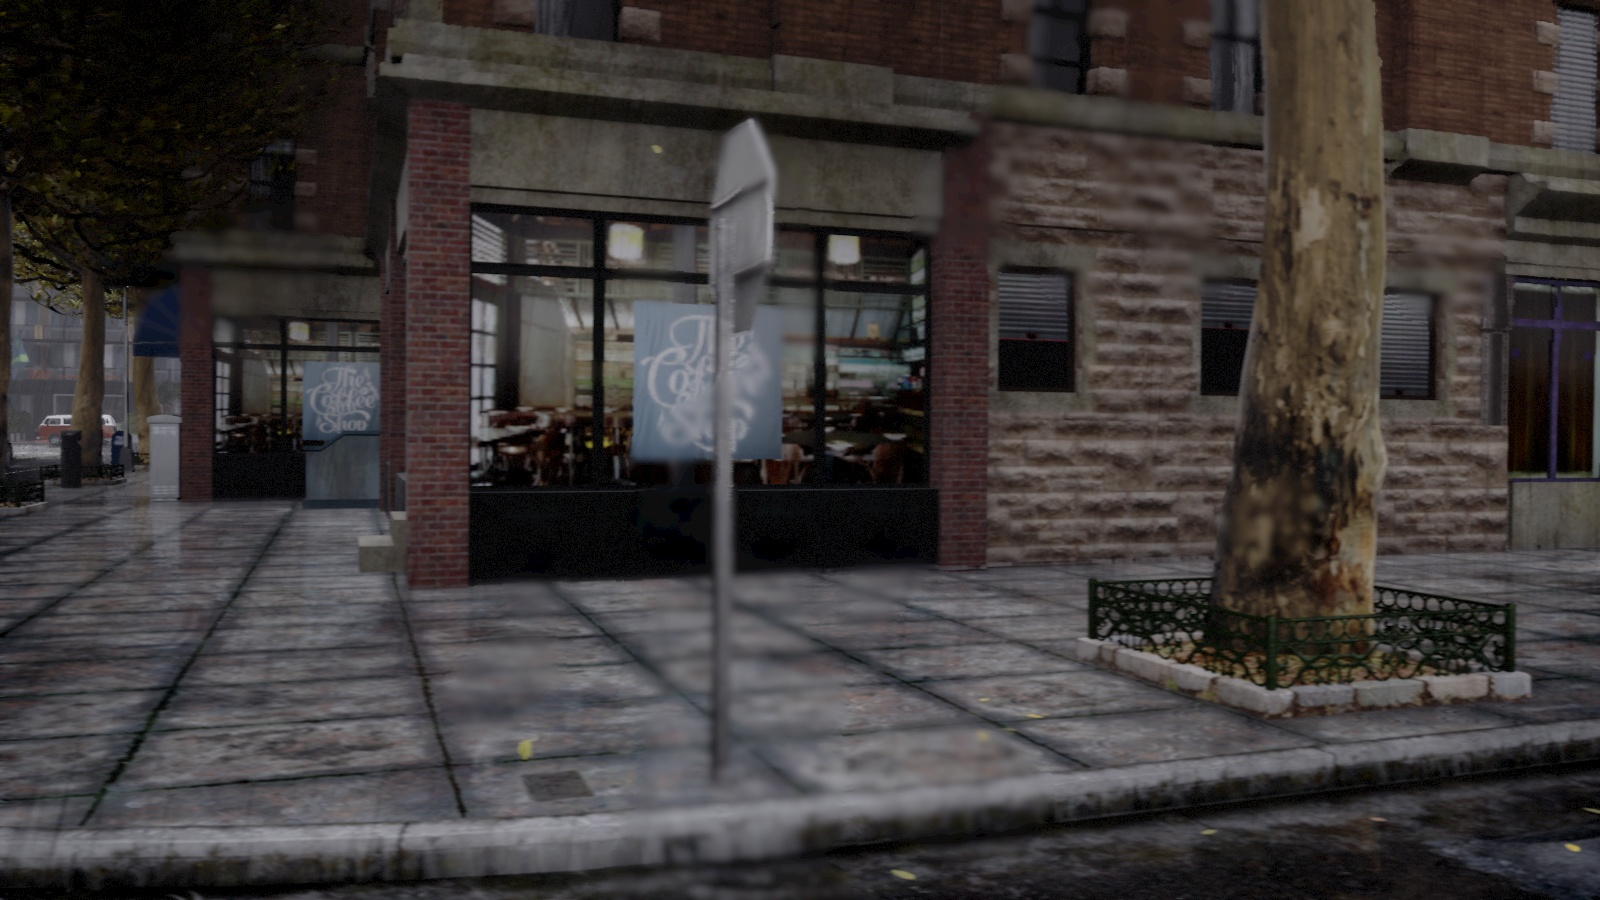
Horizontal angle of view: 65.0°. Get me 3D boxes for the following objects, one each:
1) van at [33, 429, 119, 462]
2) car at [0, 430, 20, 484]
[{"bbox_3d":[-46.724,-0.290,81.183,4.480,2.038,2.069,-1,1,-20],"label":"van"},{"bbox_3d":[-25.671,0.238,38.295,2.152,1.651,5.027,-1,1,-20],"label":"car"}]
